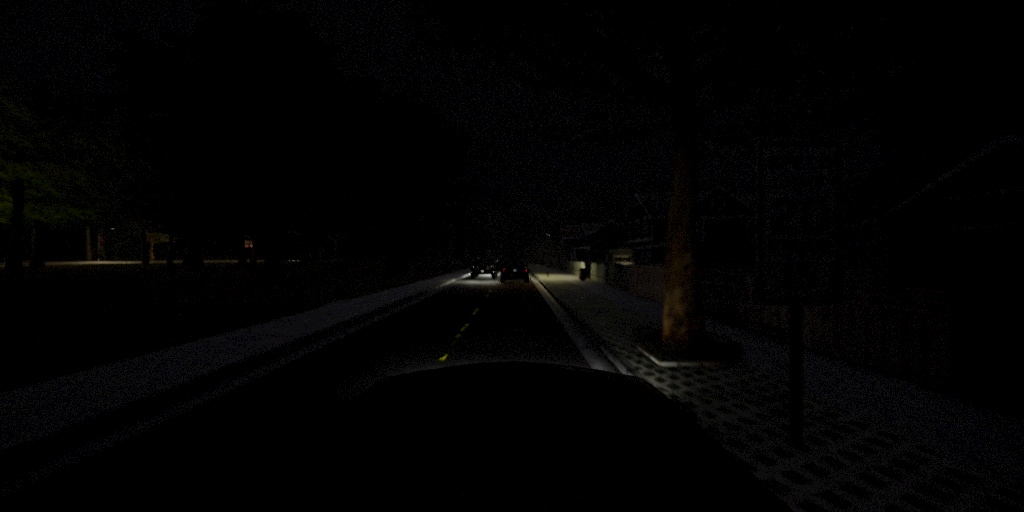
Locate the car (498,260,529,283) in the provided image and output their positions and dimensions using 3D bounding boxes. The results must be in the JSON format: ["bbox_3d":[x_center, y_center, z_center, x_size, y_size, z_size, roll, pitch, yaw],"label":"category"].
[{"bbox_3d":[0.231,1.074,28.075,2.097,1.767,4.553,0,0,1],"label":"car"}]

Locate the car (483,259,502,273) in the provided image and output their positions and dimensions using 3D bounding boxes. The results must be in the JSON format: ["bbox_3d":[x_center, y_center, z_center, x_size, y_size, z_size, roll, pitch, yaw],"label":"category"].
[{"bbox_3d":[-2.365,1.195,44.726,2.128,1.511,4.902,0,0,1],"label":"car"}]

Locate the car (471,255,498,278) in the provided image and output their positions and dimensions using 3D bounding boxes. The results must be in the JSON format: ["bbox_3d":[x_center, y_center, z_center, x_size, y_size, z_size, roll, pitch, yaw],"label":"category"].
[{"bbox_3d":[-2.471,0.927,33.067,2.150,2.045,5.566,0,0,1],"label":"car"}]
